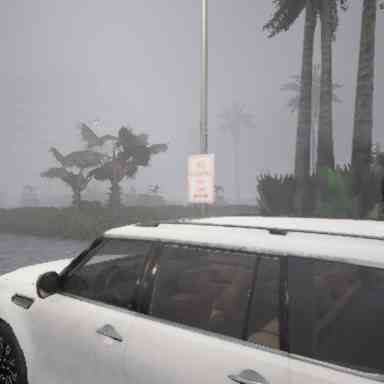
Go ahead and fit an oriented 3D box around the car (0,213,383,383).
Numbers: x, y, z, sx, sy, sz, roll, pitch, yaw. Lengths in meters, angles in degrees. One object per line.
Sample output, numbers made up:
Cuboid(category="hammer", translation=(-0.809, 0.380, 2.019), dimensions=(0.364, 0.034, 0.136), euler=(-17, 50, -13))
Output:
Cuboid(category="car", translation=(0.104, 1.233, 3.169), dimensions=(5.566, 2.045, 2.150), euler=(0, 0, 37))
